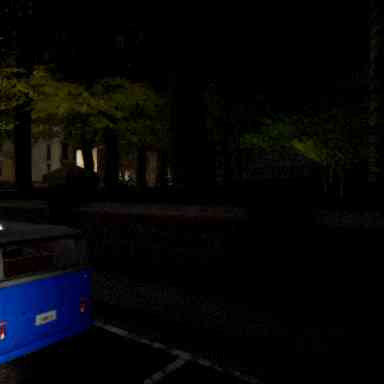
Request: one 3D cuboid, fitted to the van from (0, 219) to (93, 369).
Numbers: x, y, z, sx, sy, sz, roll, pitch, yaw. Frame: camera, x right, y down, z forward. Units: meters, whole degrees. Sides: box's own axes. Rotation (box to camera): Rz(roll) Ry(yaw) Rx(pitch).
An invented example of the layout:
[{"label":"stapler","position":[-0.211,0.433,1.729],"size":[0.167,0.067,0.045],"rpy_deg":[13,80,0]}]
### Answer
[{"label":"van","position":[-3.325,1.330,5.246],"size":[3.998,1.788,1.690],"rpy_deg":[0,0,36]}]
